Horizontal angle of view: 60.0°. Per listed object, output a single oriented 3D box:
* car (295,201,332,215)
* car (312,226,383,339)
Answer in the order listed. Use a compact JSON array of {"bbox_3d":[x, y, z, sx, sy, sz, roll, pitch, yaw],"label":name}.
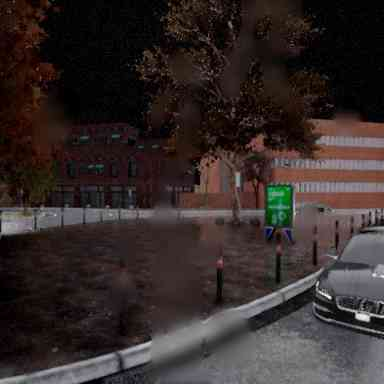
[{"bbox_3d":[13.337,1.762,37.459,4.902,1.511,2.128,0,0,-15],"label":"car"},{"bbox_3d":[3.987,1.511,6.583,1.837,1.490,4.892,0,0,40],"label":"car"}]
